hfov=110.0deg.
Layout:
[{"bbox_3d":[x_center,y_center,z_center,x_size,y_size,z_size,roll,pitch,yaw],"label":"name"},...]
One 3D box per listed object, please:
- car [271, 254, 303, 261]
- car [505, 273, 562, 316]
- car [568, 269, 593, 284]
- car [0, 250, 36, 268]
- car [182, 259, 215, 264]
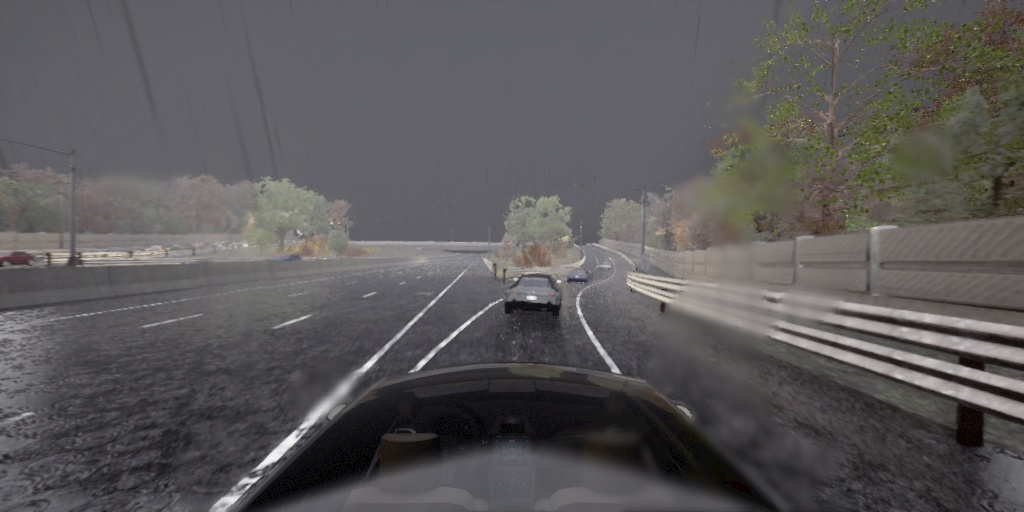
[{"bbox_3d":[-32.900,0.670,52.511,2.150,2.045,5.566,1,0,-4],"label":"car"},{"bbox_3d":[0.952,1.371,13.991,1.994,1.385,4.181,3,0,8],"label":"car"},{"bbox_3d":[6.869,1.968,35.803,1.994,1.385,4.181,1,-1,21],"label":"car"},{"bbox_3d":[-44.585,0.227,31.477,1.882,1.535,5.008,0,1,-29],"label":"car"},{"bbox_3d":[-31.538,1.017,36.014,1.994,1.385,4.181,1,0,-5],"label":"car"}]
